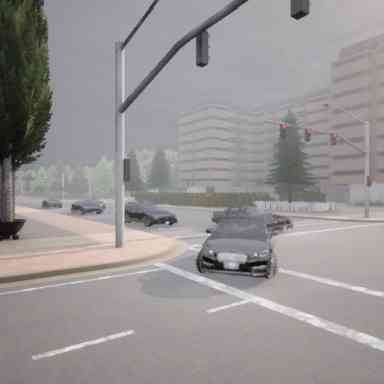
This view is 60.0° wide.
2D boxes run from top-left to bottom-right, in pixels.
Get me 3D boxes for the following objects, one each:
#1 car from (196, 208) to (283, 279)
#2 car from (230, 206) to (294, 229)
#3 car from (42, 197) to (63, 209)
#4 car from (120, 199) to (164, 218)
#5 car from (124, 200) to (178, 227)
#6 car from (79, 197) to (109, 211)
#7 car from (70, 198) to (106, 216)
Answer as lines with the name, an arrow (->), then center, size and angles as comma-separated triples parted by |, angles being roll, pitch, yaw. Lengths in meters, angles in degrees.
car -> 1.608, 1.488, 10.288 | 2.128, 1.511, 4.902 | 1, 0, 16
car -> 3.420, 1.541, 20.090 | 2.033, 1.411, 5.357 | 0, 0, -38
car -> -18.872, 1.501, 44.798 | 1.837, 1.490, 4.892 | 0, 0, -35
car -> -4.784, 1.487, 31.200 | 2.128, 1.511, 4.902 | 0, 0, -36
car -> -3.084, 1.543, 22.873 | 2.033, 1.411, 5.357 | 0, 0, -36
car -> -12.446, 1.486, 41.838 | 2.128, 1.511, 4.902 | 0, 0, -36
car -> -10.685, 1.543, 33.399 | 2.033, 1.411, 5.357 | 0, 0, -36
